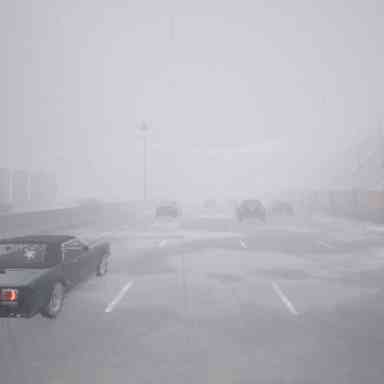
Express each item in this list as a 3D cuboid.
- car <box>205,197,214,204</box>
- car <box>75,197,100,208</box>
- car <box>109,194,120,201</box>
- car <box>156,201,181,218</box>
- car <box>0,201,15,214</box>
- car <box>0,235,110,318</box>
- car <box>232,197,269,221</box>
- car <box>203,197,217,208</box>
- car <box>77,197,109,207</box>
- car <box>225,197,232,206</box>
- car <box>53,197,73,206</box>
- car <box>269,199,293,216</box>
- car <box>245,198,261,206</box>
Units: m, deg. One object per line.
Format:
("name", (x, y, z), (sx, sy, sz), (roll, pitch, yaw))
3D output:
("car", (3.478, 1.597, 66.937), (1.895, 1.301, 4.718), (0, 0, 2))
("car", (-15.122, 1.503, 48.516), (1.837, 1.490, 4.892), (0, 0, 3))
("car", (-17.345, 1.290, 74.091), (2.128, 1.511, 4.902), (0, 0, 2))
("car", (-2.088, 1.524, 30.125), (1.812, 1.442, 4.674), (0, 0, 4))
("car", (-19.658, 1.545, 32.614), (2.033, 1.411, 5.357), (0, 0, 4))
("car", (-3.291, 1.600, 7.355), (1.895, 1.301, 4.718), (0, 0, 2))
("car", (4.773, 1.352, 27.732), (2.097, 1.767, 4.553), (0, 0, 4))
("car", (2.558, 1.524, 47.678), (1.812, 1.442, 4.674), (0, -1, 3))
("car", (-12.117, 1.599, 40.579), (1.895, 1.301, 4.718), (0, 0, 4))
("car", (6.378, 1.523, 53.513), (1.812, 1.442, 4.674), (0, 0, 3))
("car", (-21.631, 1.524, 55.884), (1.812, 1.442, 4.674), (0, 1, 3))
("car", (8.622, 1.500, 32.801), (1.837, 1.490, 4.892), (0, -1, 4))
("car", (9.952, 1.597, 54.729), (1.895, 1.301, 4.718), (0, 0, 3))
